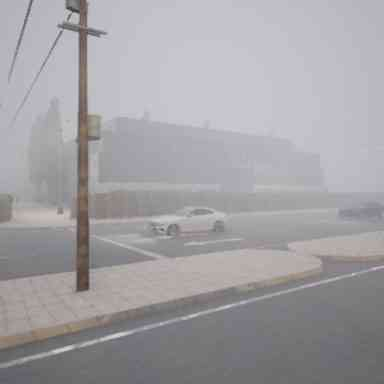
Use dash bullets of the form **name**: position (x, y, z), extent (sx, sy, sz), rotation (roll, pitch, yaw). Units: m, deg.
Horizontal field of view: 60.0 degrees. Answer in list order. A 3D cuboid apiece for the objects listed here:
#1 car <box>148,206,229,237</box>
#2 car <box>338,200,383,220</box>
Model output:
- **car**: position (-0.108, 1.503, 17.903), extent (4.674, 1.442, 1.812), rotation (0, 0, -34)
- **car**: position (14.205, 1.456, 27.687), extent (5.008, 1.535, 1.882), rotation (0, 0, -34)
